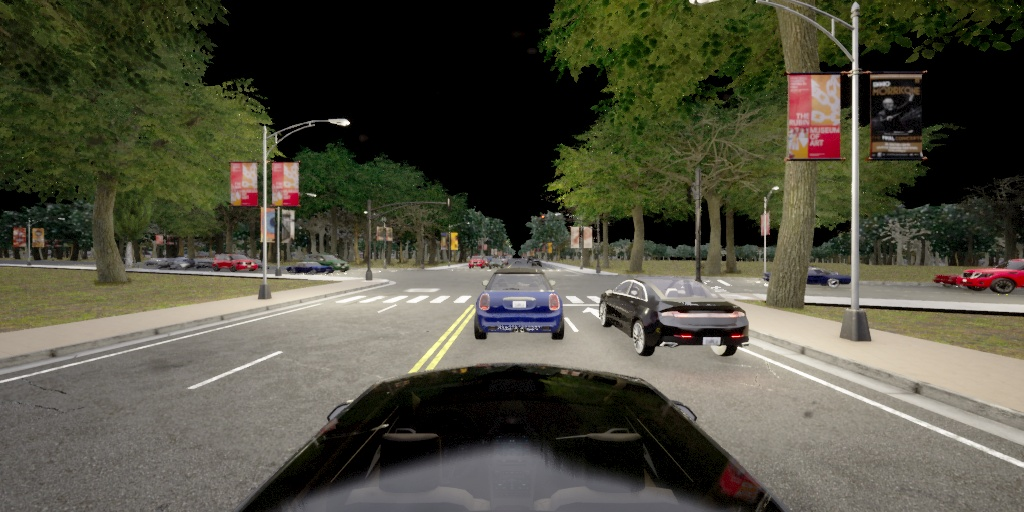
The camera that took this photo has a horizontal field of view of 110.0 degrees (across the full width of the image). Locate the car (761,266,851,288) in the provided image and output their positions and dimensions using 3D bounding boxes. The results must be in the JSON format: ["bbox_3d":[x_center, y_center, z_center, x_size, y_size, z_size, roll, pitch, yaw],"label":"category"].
[{"bbox_3d":[20.395,1.478,25.071,4.718,1.301,1.895,0,0,24],"label":"car"}]

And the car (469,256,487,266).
[{"bbox_3d":[-5.626,0.978,57.962,2.150,2.045,5.566,0,0,1],"label":"car"}]

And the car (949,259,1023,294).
[{"bbox_3d":[30.133,1.159,20.726,5.566,2.045,2.150,0,0,24],"label":"car"}]

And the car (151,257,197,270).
[{"bbox_3d":[-43.718,1.024,46.366,4.902,1.511,2.128,0,0,24],"label":"car"}]

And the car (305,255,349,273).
[{"bbox_3d":[-20.605,0.867,39.591,5.566,2.045,2.150,0,0,24],"label":"car"}]

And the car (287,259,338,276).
[{"bbox_3d":[-20.088,1.257,35.776,4.718,1.301,1.895,0,0,24],"label":"car"}]

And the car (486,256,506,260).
[{"bbox_3d":[-2.397,1.108,55.895,2.097,1.767,4.553,0,0,1],"label":"car"}]

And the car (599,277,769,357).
[{"bbox_3d":[3.429,1.241,8.562,2.128,1.511,4.902,0,0,0],"label":"car"}]

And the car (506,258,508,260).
[{"bbox_3d":[-2.205,1.359,64.886,1.895,1.301,4.718,0,0,1],"label":"car"}]

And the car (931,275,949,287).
[{"bbox_3d":[31.483,1.538,23.686,4.718,1.301,1.895,0,0,24],"label":"car"}]

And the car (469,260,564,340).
[{"bbox_3d":[0.192,1.102,10.150,2.097,1.767,4.553,0,0,1],"label":"car"}]

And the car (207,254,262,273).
[{"bbox_3d":[-31.724,0.815,40.992,5.566,2.045,2.150,0,0,24],"label":"car"}]

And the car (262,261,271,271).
[{"bbox_3d":[-32.440,1.088,44.881,4.892,1.490,1.837,0,0,24],"label":"car"}]
